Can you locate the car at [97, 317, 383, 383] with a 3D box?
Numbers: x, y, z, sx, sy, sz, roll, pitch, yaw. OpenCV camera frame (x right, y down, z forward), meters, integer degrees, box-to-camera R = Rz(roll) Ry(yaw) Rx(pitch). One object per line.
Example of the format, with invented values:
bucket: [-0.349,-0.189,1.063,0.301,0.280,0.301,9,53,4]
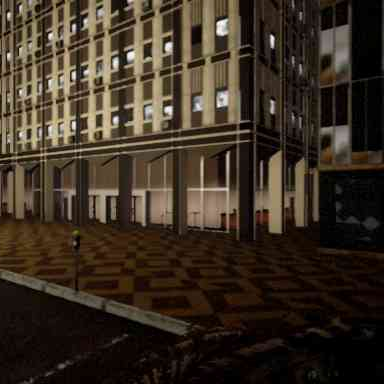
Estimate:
car: [1.163,1.566,2.048,4.313,1.339,1.947,0,0,35]
